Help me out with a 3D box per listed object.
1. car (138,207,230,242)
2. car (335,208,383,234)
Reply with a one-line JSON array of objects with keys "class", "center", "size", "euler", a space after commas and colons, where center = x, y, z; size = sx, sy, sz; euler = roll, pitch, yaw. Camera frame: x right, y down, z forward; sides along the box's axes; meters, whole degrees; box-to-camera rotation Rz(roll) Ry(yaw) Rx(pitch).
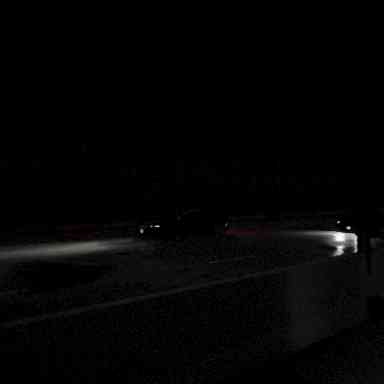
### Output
[{"class": "car", "center": [-0.302, 1.543, 16.673], "size": [4.902, 1.511, 2.128], "euler": [0, 0, -35]}, {"class": "car", "center": [11.074, 1.669, 20.486], "size": [5.357, 1.411, 2.033], "euler": [0, 0, -35]}]
